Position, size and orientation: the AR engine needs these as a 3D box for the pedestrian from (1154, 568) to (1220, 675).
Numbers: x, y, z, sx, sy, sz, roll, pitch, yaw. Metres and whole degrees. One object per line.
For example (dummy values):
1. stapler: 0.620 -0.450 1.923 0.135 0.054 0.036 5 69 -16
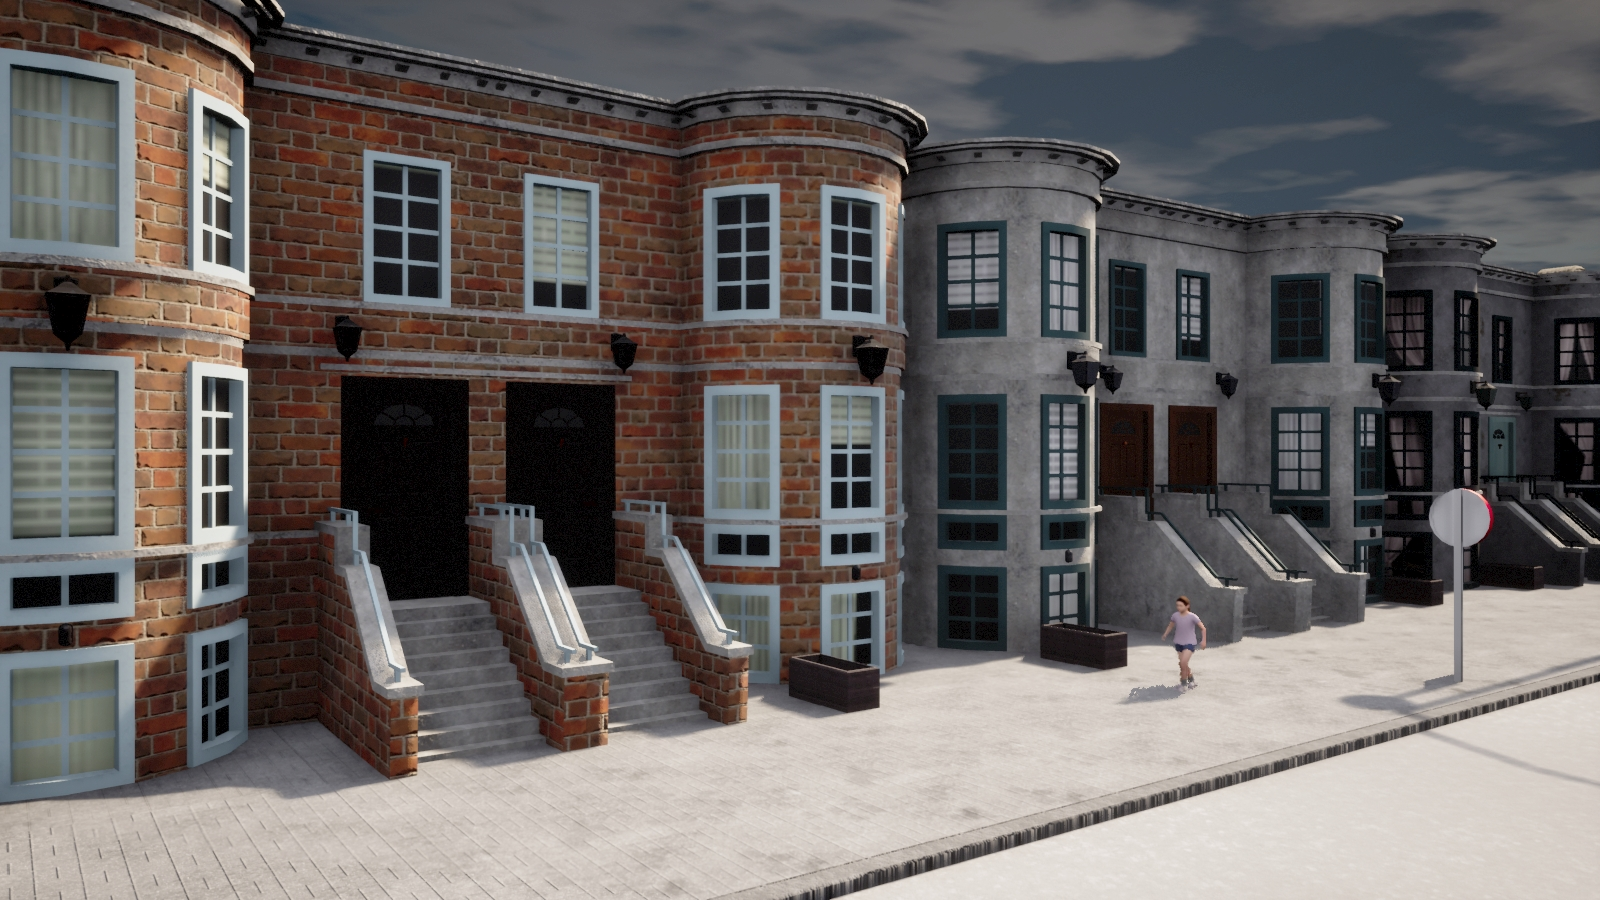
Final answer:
1. pedestrian: 4.336 1.904 12.799 0.500 1.100 0.500 0 0 -37
